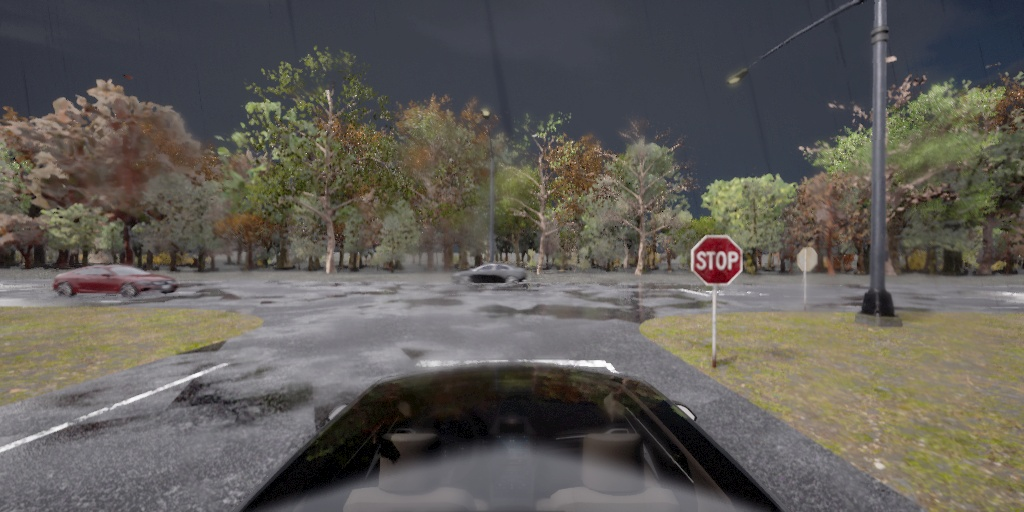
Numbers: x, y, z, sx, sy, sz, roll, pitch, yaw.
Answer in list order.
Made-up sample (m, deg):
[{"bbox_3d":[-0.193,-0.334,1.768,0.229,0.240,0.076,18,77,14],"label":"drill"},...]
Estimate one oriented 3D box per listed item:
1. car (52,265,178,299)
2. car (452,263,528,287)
[{"bbox_3d":[-18.185,1.138,16.490,4.674,1.442,1.812,0,0,1],"label":"car"},{"bbox_3d":[-1.404,1.212,23.293,4.902,1.511,2.128,0,0,0],"label":"car"}]
